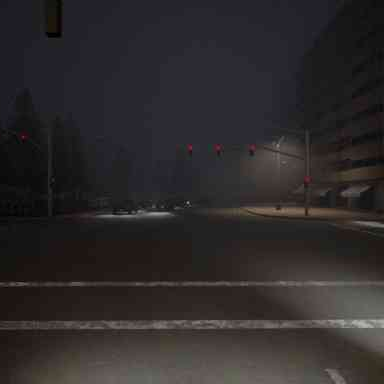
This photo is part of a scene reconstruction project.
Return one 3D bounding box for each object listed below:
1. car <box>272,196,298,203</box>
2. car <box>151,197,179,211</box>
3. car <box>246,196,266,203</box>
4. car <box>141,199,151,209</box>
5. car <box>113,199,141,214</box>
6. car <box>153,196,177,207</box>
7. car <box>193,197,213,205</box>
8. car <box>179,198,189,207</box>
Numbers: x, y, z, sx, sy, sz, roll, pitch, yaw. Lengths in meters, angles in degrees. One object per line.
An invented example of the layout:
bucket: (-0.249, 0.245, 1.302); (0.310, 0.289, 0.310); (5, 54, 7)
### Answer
car: (18.502, 1.478, 67.553); (5.008, 1.535, 1.882); (0, 0, -33)
car: (-3.219, 1.491, 40.634); (2.128, 1.511, 4.902); (0, 0, 4)
car: (13.138, 1.477, 68.040); (5.008, 1.535, 1.882); (0, 0, -41)
car: (-6.410, 1.601, 44.129); (1.895, 1.301, 4.718); (0, 0, 6)
car: (-6.955, 1.526, 35.051); (1.812, 1.442, 4.674); (0, 0, 2)
car: (-4.283, 1.491, 53.972); (2.128, 1.511, 4.902); (0, 0, 20)
car: (1.987, 1.601, 59.591); (1.895, 1.301, 4.718); (0, 0, 31)
car: (-1.905, 1.547, 50.363); (2.033, 1.411, 5.357); (0, 0, 15)
